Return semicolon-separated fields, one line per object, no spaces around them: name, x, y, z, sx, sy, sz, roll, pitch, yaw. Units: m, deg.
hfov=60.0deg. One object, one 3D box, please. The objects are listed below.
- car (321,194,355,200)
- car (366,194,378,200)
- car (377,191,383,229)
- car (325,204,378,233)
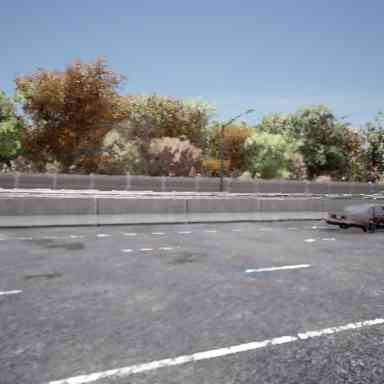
car;19.365;0.949;44.264;4.902;1.511;2.128;1;1;-21
car;22.500;0.864;37.981;5.566;2.045;2.150;0;1;-21
car;11.130;1.102;14.465;5.566;2.045;2.150;1;1;-22
car;9.676;1.337;17.659;5.357;1.411;2.033;1;1;-22
